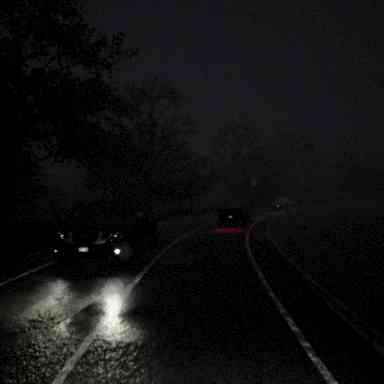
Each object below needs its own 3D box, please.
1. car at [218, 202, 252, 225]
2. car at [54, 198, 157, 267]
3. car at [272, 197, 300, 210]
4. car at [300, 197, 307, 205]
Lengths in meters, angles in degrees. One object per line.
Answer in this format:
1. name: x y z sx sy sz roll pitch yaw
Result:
1. car: 3.184 1.452 24.014 1.882 1.535 5.008 -2 0 16
2. car: -2.746 1.253 11.986 2.150 2.045 5.566 -1 0 6
3. car: 11.221 1.369 40.565 1.812 1.442 4.674 -4 -1 33
4. car: 15.882 1.498 51.564 4.718 1.301 1.895 -1 -3 -45
